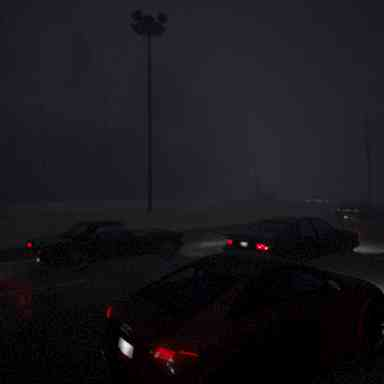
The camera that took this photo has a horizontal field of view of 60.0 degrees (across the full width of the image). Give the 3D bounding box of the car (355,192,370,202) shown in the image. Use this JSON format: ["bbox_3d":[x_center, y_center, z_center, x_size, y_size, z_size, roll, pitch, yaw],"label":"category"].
[{"bbox_3d":[33.133,0.957,64.667,2.097,1.767,4.553,0,0,33],"label":"car"}]

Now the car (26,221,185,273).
[{"bbox_3d":[-2.565,1.587,10.672,4.718,1.301,1.895,0,0,-37],"label":"car"}]

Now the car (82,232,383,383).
[{"bbox_3d":[0.935,1.546,4.590,4.181,1.385,1.994,0,0,-36],"label":"car"}]

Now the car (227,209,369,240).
[{"bbox_3d":[3.422,1.495,10.889,5.357,1.411,2.033,-1,0,-38],"label":"car"}]

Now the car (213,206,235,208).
[{"bbox_3d":[4.457,1.380,40.244,1.812,1.442,4.674,0,0,45],"label":"car"}]

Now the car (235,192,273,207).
[{"bbox_3d":[7.809,1.060,38.640,2.150,2.045,5.566,0,0,44],"label":"car"}]

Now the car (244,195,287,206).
[{"bbox_3d":[7.804,1.344,33.726,4.902,1.511,2.128,0,0,-45],"label":"car"}]

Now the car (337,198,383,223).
[{"bbox_3d":[11.389,1.355,22.392,4.902,1.511,2.128,-1,0,-43],"label":"car"}]
